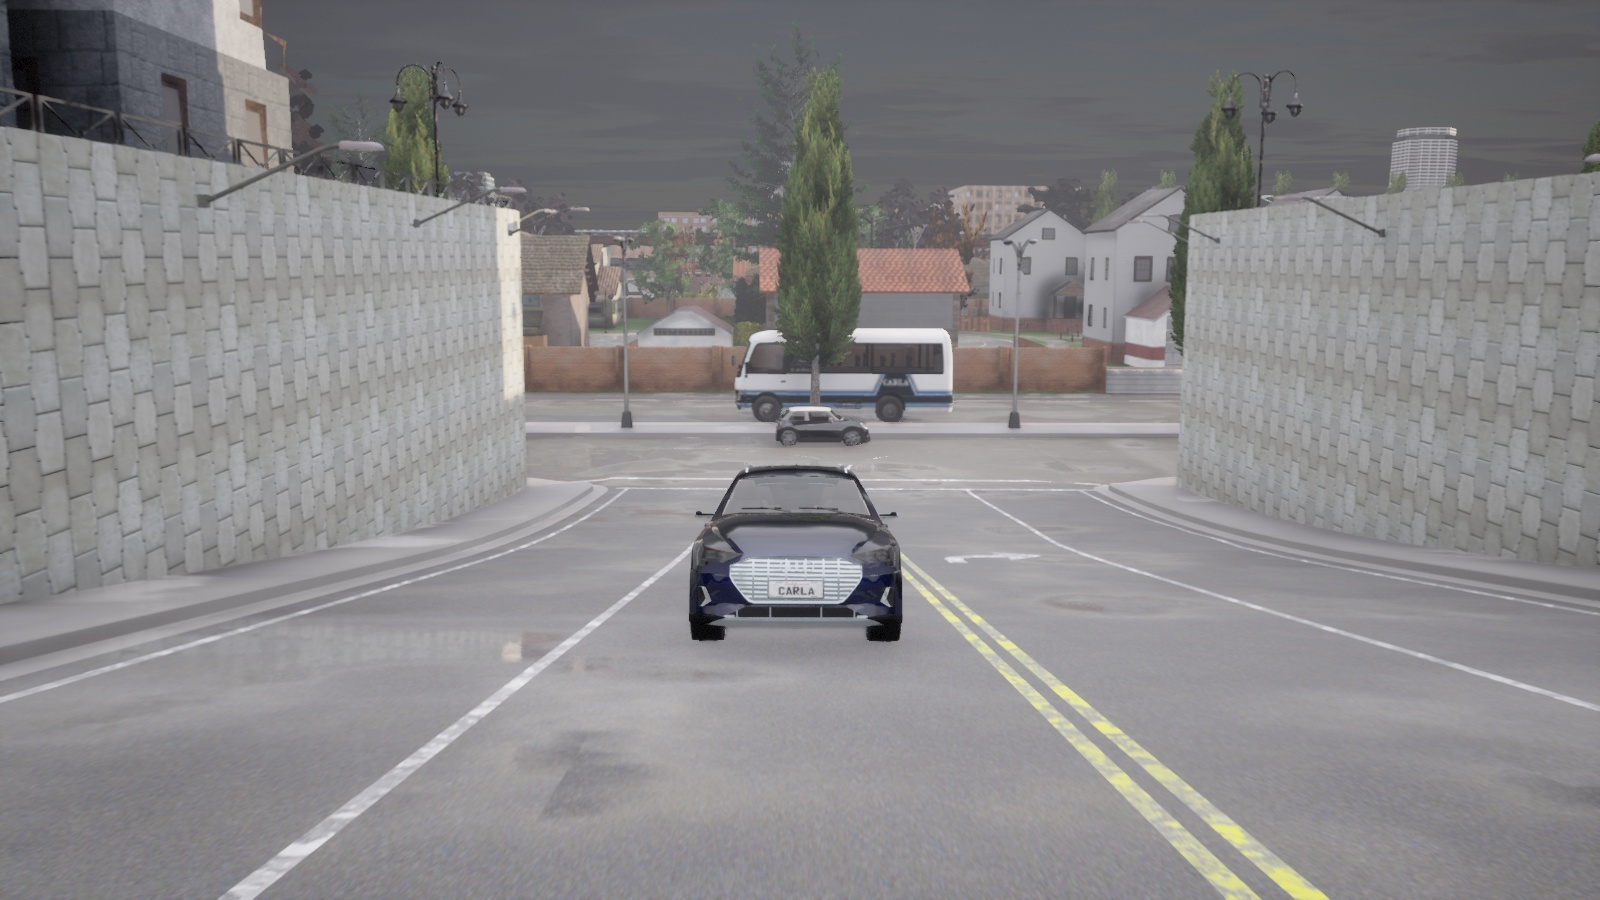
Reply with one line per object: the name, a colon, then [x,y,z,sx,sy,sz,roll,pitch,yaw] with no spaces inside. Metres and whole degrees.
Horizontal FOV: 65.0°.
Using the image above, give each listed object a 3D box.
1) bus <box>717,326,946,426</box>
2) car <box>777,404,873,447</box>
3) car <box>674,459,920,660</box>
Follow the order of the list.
bus: [1.372,-3.528,58.588,10.273,4.253,3.944,0,9,-1]
car: [0.974,-1.019,50.869,3.806,1.475,1.970,0,8,-1]
car: [-0.032,0.949,12.840,2.033,1.649,4.856,0,-1,0]
